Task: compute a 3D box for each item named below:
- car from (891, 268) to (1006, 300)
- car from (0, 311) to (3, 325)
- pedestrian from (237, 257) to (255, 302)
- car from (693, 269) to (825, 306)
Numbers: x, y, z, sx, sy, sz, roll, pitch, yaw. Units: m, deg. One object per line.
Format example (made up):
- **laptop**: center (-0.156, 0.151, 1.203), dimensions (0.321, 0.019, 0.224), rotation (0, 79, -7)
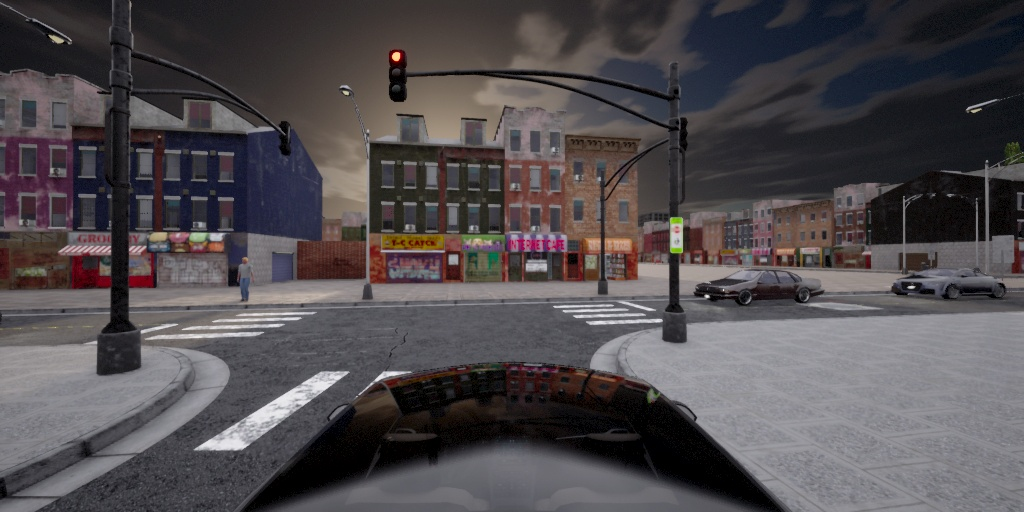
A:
- **car**: center (20.485, 1.264, 16.921), dimensions (4.181, 1.385, 1.994), rotation (0, 0, -9)
- **car**: center (-15.410, 1.278, 8.332), dimensions (4.902, 1.511, 2.128), rotation (0, 0, -8)
- **pedestrian**: center (-11.107, 0.945, 14.926), dimensions (0.375, 1.860, 0.375), rotation (0, 0, -9)
- **car**: center (10.641, 1.274, 15.441), dimensions (5.357, 1.411, 2.033), rotation (0, 0, -14)
